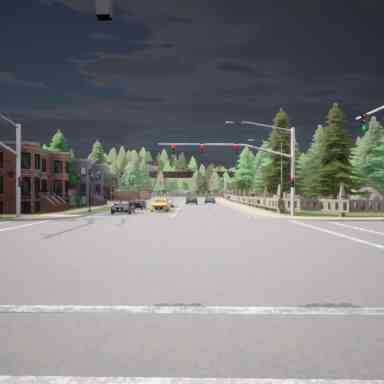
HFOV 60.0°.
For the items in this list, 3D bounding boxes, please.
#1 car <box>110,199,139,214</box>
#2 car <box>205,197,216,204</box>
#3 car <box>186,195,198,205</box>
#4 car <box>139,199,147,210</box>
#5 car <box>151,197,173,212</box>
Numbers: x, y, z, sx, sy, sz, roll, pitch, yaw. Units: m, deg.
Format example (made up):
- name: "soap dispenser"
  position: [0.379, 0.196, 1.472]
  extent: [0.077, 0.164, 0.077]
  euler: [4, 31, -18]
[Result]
- name: "car"
  position: [-7.137, 1.564, 34.791]
  extent: [1.994, 1.385, 4.181]
  euler: [0, 0, 0]
- name: "car"
  position: [3.526, 1.564, 65.142]
  extent: [1.994, 1.385, 4.181]
  euler: [0, 0, 0]
- name: "car"
  position: [-0.069, 1.352, 60.161]
  extent: [2.097, 1.767, 4.553]
  euler: [0, 0, 0]
- name: "car"
  position: [-7.136, 1.601, 43.543]
  extent: [1.895, 1.301, 4.718]
  euler: [0, 0, 0]
- name: "car"
  position: [-3.639, 1.477, 38.767]
  extent: [1.882, 1.535, 5.008]
  euler: [0, 0, 0]
